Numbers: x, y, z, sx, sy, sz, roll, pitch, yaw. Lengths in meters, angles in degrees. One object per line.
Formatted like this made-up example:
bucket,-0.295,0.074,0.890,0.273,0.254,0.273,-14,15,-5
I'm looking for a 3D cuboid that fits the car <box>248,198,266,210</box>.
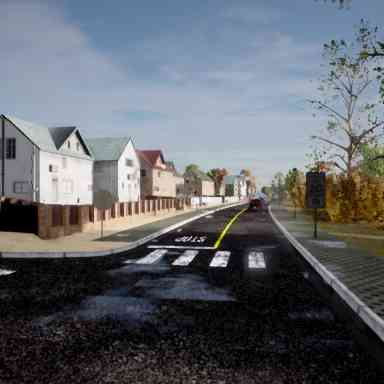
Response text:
car,8.589,1.655,44.733,1.837,1.490,4.892,0,0,13
